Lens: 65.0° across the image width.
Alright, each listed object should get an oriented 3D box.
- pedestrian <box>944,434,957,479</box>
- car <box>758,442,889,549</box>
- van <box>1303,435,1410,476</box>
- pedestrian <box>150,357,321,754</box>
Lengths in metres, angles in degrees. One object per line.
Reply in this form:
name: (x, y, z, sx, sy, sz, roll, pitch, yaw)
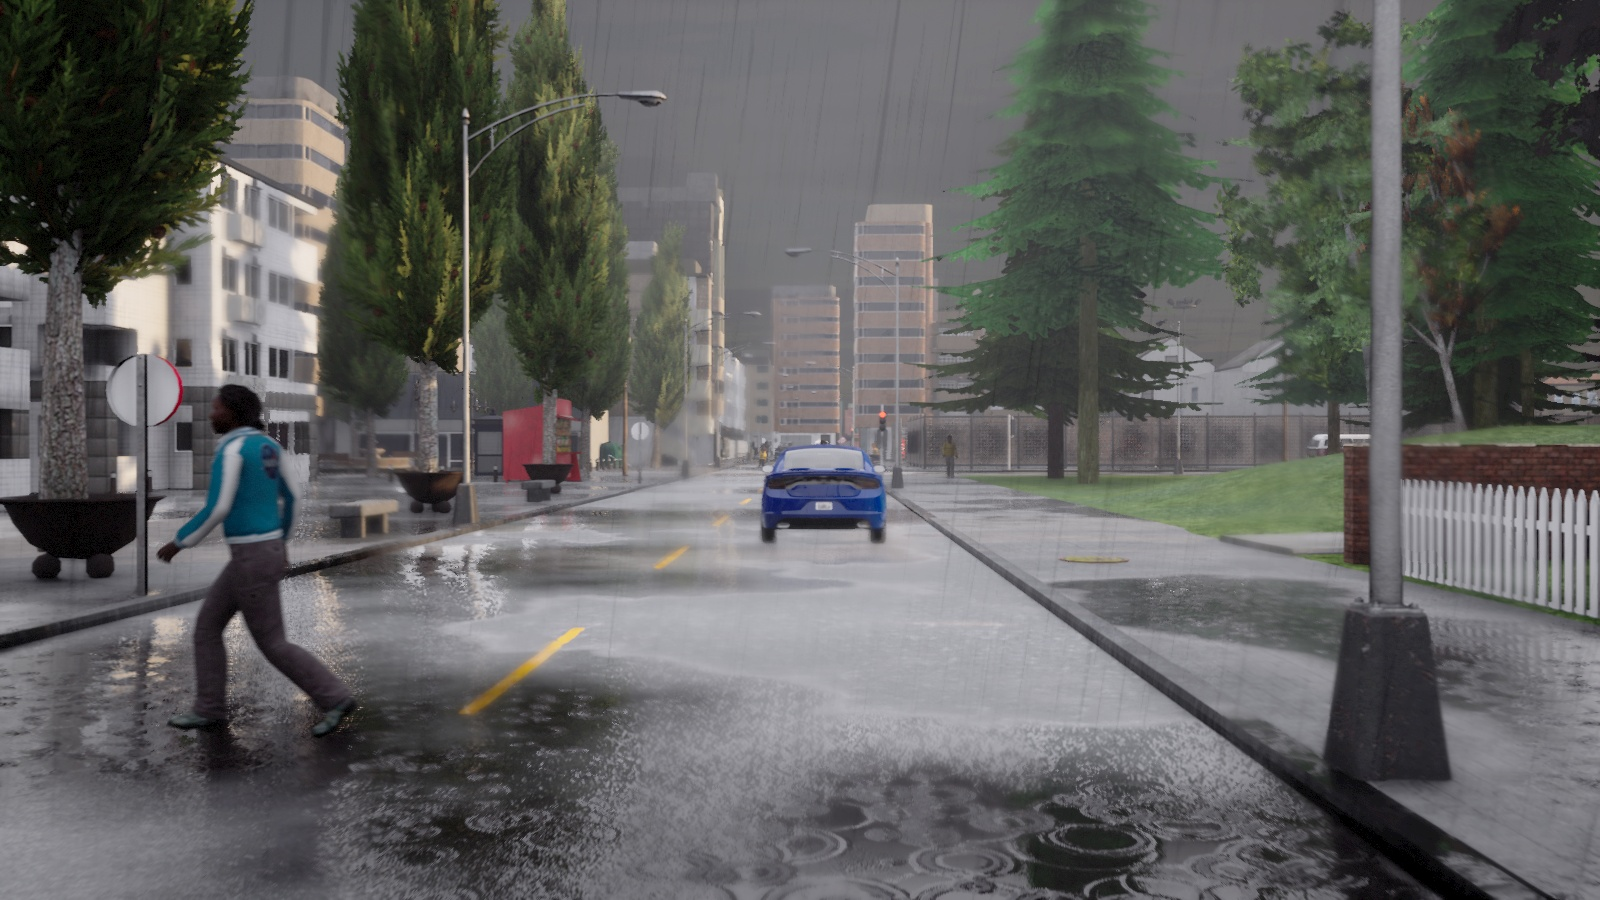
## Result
pedestrian: (6.188, 0.268, 51.680, 0.431, 1.840, 0.709, 0, 0, -3)
car: (0.380, 0.648, 20.552, 1.882, 1.535, 5.008, 0, 0, 1)
van: (28.114, 0.257, 63.532, 4.480, 2.038, 2.069, 0, 0, 1)
pedestrian: (-2.828, 0.513, 6.328, 0.692, 1.930, 0.396, 0, 0, -6)
